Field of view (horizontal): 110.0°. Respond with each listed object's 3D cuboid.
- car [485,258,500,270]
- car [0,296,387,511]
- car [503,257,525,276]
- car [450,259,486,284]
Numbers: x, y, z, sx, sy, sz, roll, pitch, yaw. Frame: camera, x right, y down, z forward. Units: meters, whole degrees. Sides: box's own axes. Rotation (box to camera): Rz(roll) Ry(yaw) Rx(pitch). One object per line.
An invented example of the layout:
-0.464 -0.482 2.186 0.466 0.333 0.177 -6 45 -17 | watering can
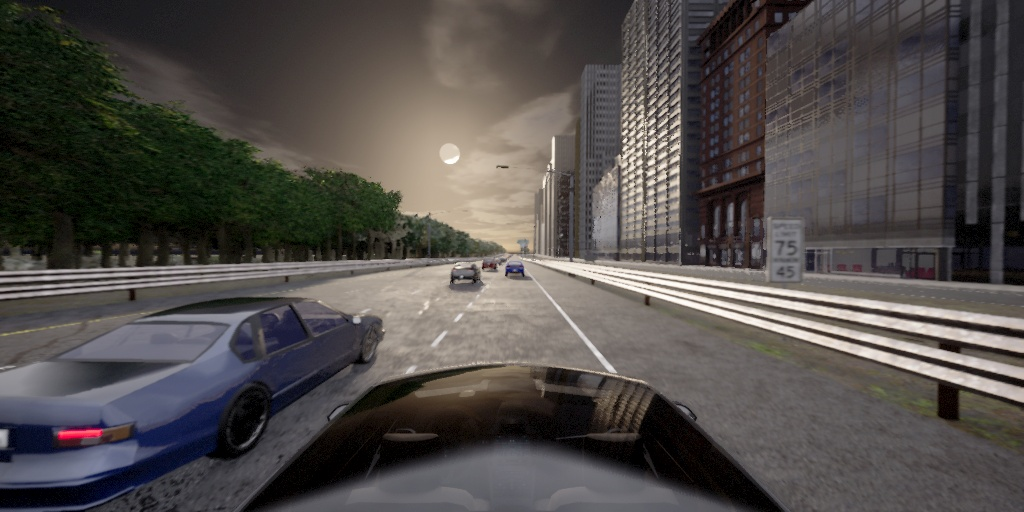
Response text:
-3.274 1.078 52.525 2.097 1.767 4.553 0 0 0 | car
-3.508 1.270 4.919 2.033 1.411 5.357 0 0 0 | car
0.285 1.221 37.615 1.882 1.535 5.008 0 0 0 | car
-3.373 1.208 26.597 2.128 1.511 4.902 0 0 0 | car
